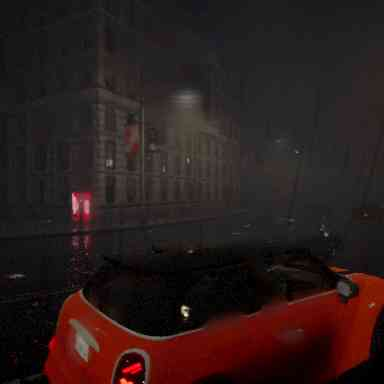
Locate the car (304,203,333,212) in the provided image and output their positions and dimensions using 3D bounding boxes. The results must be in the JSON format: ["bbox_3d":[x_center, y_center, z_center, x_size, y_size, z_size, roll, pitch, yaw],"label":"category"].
[{"bbox_3d":[10.234,1.598,26.906,1.994,1.385,4.181,0,0,29],"label":"car"}]

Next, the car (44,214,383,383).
[{"bbox_3d":[0.753,1.350,4.128,4.553,1.767,2.097,0,0,-37],"label":"car"}]

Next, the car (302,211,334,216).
[{"bbox_3d":[2.810,1.543,10.334,5.357,1.411,2.033,0,0,-45],"label":"car"}]

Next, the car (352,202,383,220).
[{"bbox_3d":[13.430,1.467,25.444,1.882,1.535,5.008,0,0,30],"label":"car"}]
